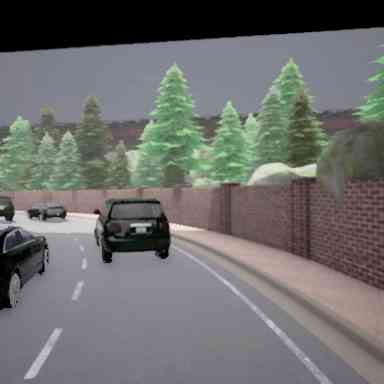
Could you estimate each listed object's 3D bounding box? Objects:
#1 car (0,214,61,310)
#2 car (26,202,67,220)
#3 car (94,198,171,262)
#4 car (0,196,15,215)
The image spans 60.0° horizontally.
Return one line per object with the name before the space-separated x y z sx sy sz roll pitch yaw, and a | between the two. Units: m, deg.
car | -4.652 1.527 7.679 2.128 1.511 4.902 0 0 -12
car | -12.074 1.576 27.488 2.128 1.511 4.902 0 0 -45
car | -2.391 1.231 12.524 2.150 2.045 5.566 0 0 -19
car | -16.275 1.347 26.792 5.566 2.045 2.150 0 0 41
